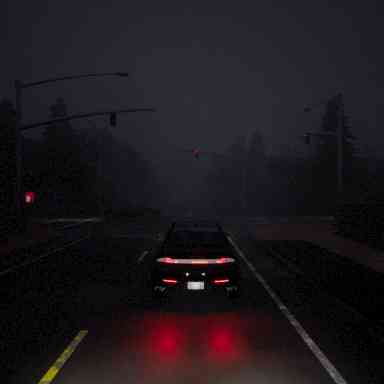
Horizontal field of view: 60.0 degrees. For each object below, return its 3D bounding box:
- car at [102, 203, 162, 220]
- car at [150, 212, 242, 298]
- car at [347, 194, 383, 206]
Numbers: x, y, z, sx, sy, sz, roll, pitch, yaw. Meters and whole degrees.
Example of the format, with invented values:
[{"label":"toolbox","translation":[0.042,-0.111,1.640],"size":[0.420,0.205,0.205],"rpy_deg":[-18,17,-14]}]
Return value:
[{"label":"car","translation":[-4.870,1.604,27.332],"size":[4.718,1.301,1.895],"rpy_deg":[0,0,-4]},{"label":"car","translation":[0.091,1.492,8.487],"size":[2.128,1.511,4.902],"rpy_deg":[0,0,1]},{"label":"car","translation":[15.893,1.194,28.993],"size":[5.566,2.045,2.150],"rpy_deg":[-1,0,-8]}]
